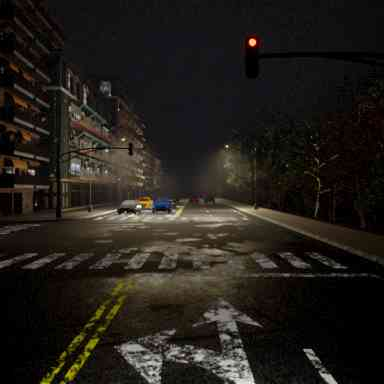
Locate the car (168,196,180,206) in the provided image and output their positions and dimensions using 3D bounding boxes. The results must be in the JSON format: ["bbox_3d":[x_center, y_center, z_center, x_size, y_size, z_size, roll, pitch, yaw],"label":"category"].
[{"bbox_3d":[-3.004,1.518,55.900,1.837,1.490,4.892,0,0,0],"label":"car"}]

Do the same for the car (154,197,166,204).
[{"bbox_3d":[-6.212,1.620,65.036,1.895,1.301,4.718,0,0,0],"label":"car"}]

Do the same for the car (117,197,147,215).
[{"bbox_3d":[-6.438,1.551,34.920,2.033,1.411,5.357,0,0,0],"label":"car"}]

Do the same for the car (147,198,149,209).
[{"bbox_3d":[-6.354,1.485,44.572,1.882,1.535,5.008,0,0,1],"label":"car"}]

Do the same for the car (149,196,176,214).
[{"bbox_3d":[-3.179,1.482,36.357,1.882,1.535,5.008,0,0,1],"label":"car"}]

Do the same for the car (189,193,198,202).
[{"bbox_3d":[0.341,1.253,76.588,2.150,2.045,5.566,0,0,0],"label":"car"}]

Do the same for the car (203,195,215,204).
[{"bbox_3d":[3.543,1.525,66.077,1.837,1.490,4.892,0,0,0],"label":"car"}]

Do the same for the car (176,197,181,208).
[{"bbox_3d":[-3.090,1.500,45.838,2.128,1.511,4.902,0,0,1],"label":"car"}]

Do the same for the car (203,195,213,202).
[{"bbox_3d":[3.590,1.498,76.496,2.033,1.411,5.357,0,0,0],"label":"car"}]

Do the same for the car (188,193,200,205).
[{"bbox_3d":[0.372,1.508,61.399,2.128,1.511,4.902,0,0,0],"label":"car"}]

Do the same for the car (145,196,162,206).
[{"bbox_3d":[-6.260,1.504,54.712,2.128,1.511,4.902,0,0,0],"label":"car"}]
